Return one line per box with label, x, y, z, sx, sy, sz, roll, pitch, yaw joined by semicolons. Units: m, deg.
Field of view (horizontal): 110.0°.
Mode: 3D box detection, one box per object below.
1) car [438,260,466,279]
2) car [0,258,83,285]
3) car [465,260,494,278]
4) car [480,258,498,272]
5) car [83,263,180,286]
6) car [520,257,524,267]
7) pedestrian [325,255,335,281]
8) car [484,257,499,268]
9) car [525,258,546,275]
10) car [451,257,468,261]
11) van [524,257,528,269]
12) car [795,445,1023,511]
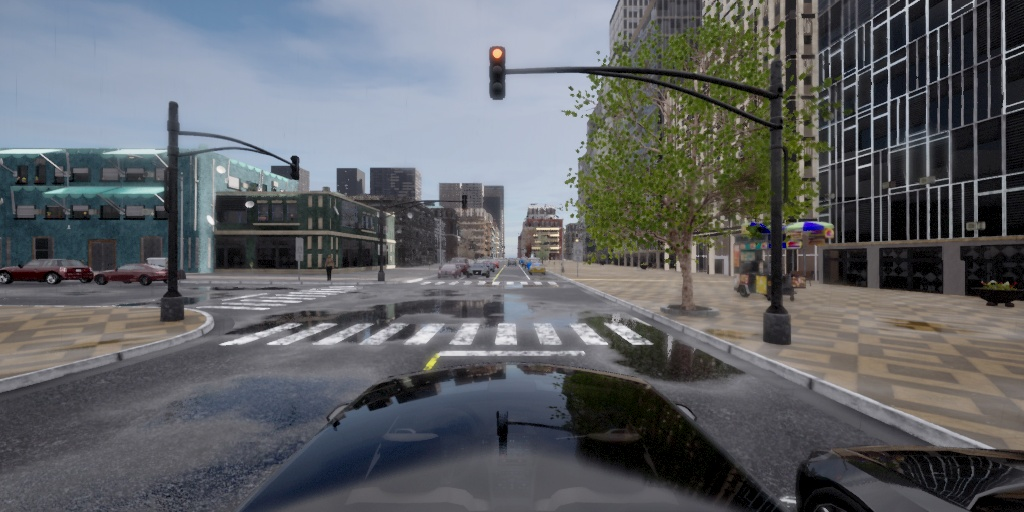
car;-5.685;1.334;32.972;1.802;1.307;4.207;0;0;0
car;-28.366;0.879;21.810;4.097;1.591;1.967;0;0;-1
car;-3.095;1.316;33.796;1.994;1.385;4.181;0;0;0
car;-3.093;1.317;43.845;1.994;1.385;4.181;0;0;0
car;-22.818;1.090;21.887;4.207;1.307;1.802;0;0;-1
car;2.697;1.305;55.177;2.007;1.370;4.403;0;0;0
pedestrian;-12.746;0.788;24.977;0.375;1.860;0.375;0;-1;-1
car;-3.071;1.233;57.785;1.882;1.535;5.008;0;0;0
car;2.695;1.278;38.694;1.751;1.417;4.829;0;0;0
car;-5.685;1.067;38.523;2.192;1.841;5.009;0;0;0
van;2.696;1.094;44.075;1.690;1.789;3.998;0;0;0
car;2.691;1.316;0.495;1.948;1.339;4.313;0;0;0
